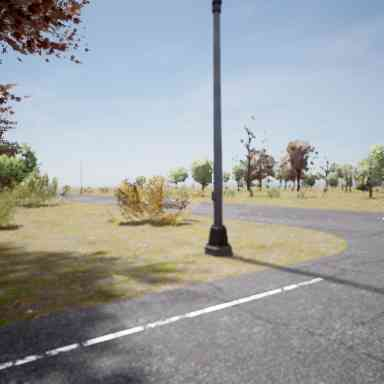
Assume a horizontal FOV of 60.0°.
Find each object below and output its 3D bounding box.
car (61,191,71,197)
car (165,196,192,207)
[{"bbox_3d":[-29.726,0.482,78.319,1.895,1.301,4.718,-1,1,-28],"label":"car"},{"bbox_3d":[-1.799,1.117,36.454,1.895,1.301,4.718,-1,2,-35],"label":"car"}]
